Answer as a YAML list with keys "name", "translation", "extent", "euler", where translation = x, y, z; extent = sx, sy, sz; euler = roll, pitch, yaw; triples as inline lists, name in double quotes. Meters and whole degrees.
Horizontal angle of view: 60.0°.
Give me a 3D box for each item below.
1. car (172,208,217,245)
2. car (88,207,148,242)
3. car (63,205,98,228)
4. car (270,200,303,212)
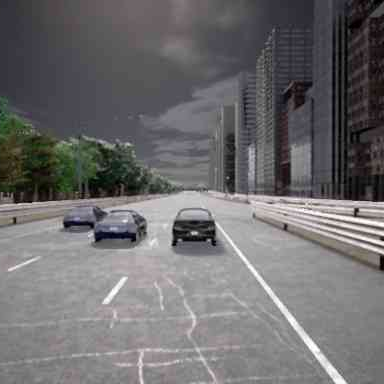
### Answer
- name: "car"
  translation: [0.099, 1.476, 15.653]
  extent: [1.882, 1.535, 5.008]
  euler: [0, 0, 0]
- name: "car"
  translation: [-3.400, 1.562, 16.463]
  extent: [1.994, 1.385, 4.181]
  euler: [0, 0, 0]
- name: "car"
  translation: [-6.898, 1.563, 21.978]
  extent: [1.994, 1.385, 4.181]
  euler: [0, 0, 0]
- name: "car"
  translation: [10.104, 1.550, 36.004]
  extent: [2.163, 1.488, 4.792]
  euler: [0, 0, -14]
